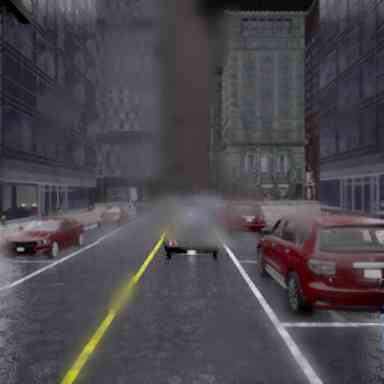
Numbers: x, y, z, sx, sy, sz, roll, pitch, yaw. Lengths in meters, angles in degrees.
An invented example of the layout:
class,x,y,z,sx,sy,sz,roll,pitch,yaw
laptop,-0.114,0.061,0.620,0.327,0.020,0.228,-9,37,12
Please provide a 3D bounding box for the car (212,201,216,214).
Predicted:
class,x,y,z,sx,sy,sz,roll,pitch,yaw
car,2.829,1.676,24.573,1.967,1.590,4.097,0,-1,0

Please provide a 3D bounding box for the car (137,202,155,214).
class,x,y,z,sx,sy,sz,roll,pitch,yaw
car,-5.710,1.949,41.510,1.947,1.339,4.313,0,0,0

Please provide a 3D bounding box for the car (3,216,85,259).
class,x,y,z,sx,sy,sz,roll,pitch,yaw
car,-5.685,1.676,13.266,1.887,1.381,4.507,0,-1,0

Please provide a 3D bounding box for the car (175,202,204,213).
class,x,y,z,sx,sy,sz,roll,pitch,yaw
car,-0.019,1.810,27.524,2.033,1.411,5.357,0,0,0

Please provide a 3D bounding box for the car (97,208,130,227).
class,x,y,z,sx,sy,sz,roll,pitch,yaw
car,-5.695,1.818,24.563,1.802,1.307,4.206,0,-1,0

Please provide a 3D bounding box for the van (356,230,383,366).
class,x,y,z,sx,sy,sz,roll,pitch,yaw
van,2.849,1.362,1.980,1.690,1.788,3.998,0,-1,0

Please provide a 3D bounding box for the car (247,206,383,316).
class,x,y,z,sx,sy,sz,roll,pitch,yaw
car,2.844,1.392,7.629,2.192,1.841,5.009,0,-1,0

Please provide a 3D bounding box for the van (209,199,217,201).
class,x,y,z,sx,sy,sz,roll,pitch,yaw
van,2.815,1.725,41.520,1.690,1.788,3.998,0,0,0

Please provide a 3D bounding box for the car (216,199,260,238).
class,x,y,z,sx,sy,sz,roll,pitch,yaw
car,2.834,1.499,18.926,2.192,1.841,5.009,0,-1,0

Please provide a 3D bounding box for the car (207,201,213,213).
class,x,y,z,sx,sy,sz,roll,pitch,yaw
car,2.820,1.918,35.870,1.802,1.307,4.206,0,0,0

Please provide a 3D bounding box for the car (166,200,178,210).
class,x,y,z,sx,sy,sz,roll,pitch,yaw
car,-3.067,2.001,52.817,1.812,1.442,4.674,0,-1,0

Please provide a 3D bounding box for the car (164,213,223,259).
class,x,y,z,sx,sy,sz,roll,pitch,yaw
car,0.003,1.732,13.235,1.895,1.301,4.718,0,-1,0
